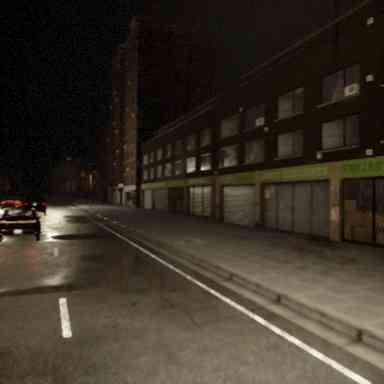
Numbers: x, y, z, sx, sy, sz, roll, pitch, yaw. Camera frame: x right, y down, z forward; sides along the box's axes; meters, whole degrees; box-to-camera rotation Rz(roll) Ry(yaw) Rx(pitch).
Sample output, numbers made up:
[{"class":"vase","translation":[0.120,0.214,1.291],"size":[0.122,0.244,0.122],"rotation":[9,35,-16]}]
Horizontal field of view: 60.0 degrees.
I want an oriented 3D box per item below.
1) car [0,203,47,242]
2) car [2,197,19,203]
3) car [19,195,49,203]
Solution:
[{"class":"car","translation":[-8.602,1.538,16.843],"size":[2.128,1.511,4.902],"rotation":[1,-1,-23]},{"class":"car","translation":[-24.661,1.464,45.548],"size":[2.097,1.767,4.553],"rotation":[1,-1,-23]},{"class":"car","translation":[-16.090,1.337,34.229],"size":[2.150,2.045,5.566],"rotation":[1,-1,-23]}]
